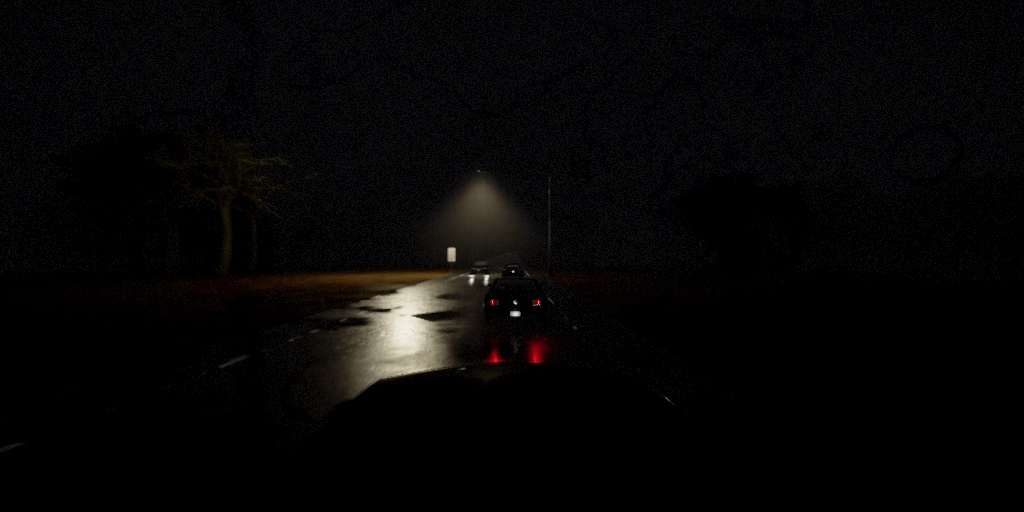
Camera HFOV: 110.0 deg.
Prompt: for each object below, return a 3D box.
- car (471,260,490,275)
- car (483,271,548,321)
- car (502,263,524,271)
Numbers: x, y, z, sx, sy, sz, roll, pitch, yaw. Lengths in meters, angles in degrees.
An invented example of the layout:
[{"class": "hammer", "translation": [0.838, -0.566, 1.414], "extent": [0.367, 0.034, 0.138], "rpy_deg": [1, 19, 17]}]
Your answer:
[{"class": "car", "translation": [-3.518, 1.257, 40.487], "extent": [1.882, 1.535, 5.008], "rpy_deg": [0, 0, 0]}, {"class": "car", "translation": [0.108, 1.357, 12.422], "extent": [1.895, 1.301, 4.718], "rpy_deg": [0, 0, 0]}, {"class": "car", "translation": [0.101, 1.337, 33.378], "extent": [1.994, 1.385, 4.181], "rpy_deg": [0, 0, 0]}]
